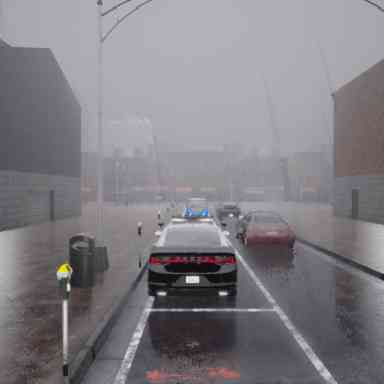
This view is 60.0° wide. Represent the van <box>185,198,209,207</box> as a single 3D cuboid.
[{"bbox_3d":[0.374,1.345,25.499,1.690,1.788,3.998,-1,0,0],"label":"van"}]

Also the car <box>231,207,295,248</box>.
[{"bbox_3d":[3.120,1.564,14.891,1.994,1.385,4.181,0,0,0],"label":"car"}]

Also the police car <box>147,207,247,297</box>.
[{"bbox_3d":[0.012,1.424,8.761,1.930,1.638,5.238,0,0,0],"label":"police car"}]

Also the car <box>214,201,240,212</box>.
[{"bbox_3d":[3.021,1.511,28.155,1.837,1.490,4.892,0,0,0],"label":"car"}]
